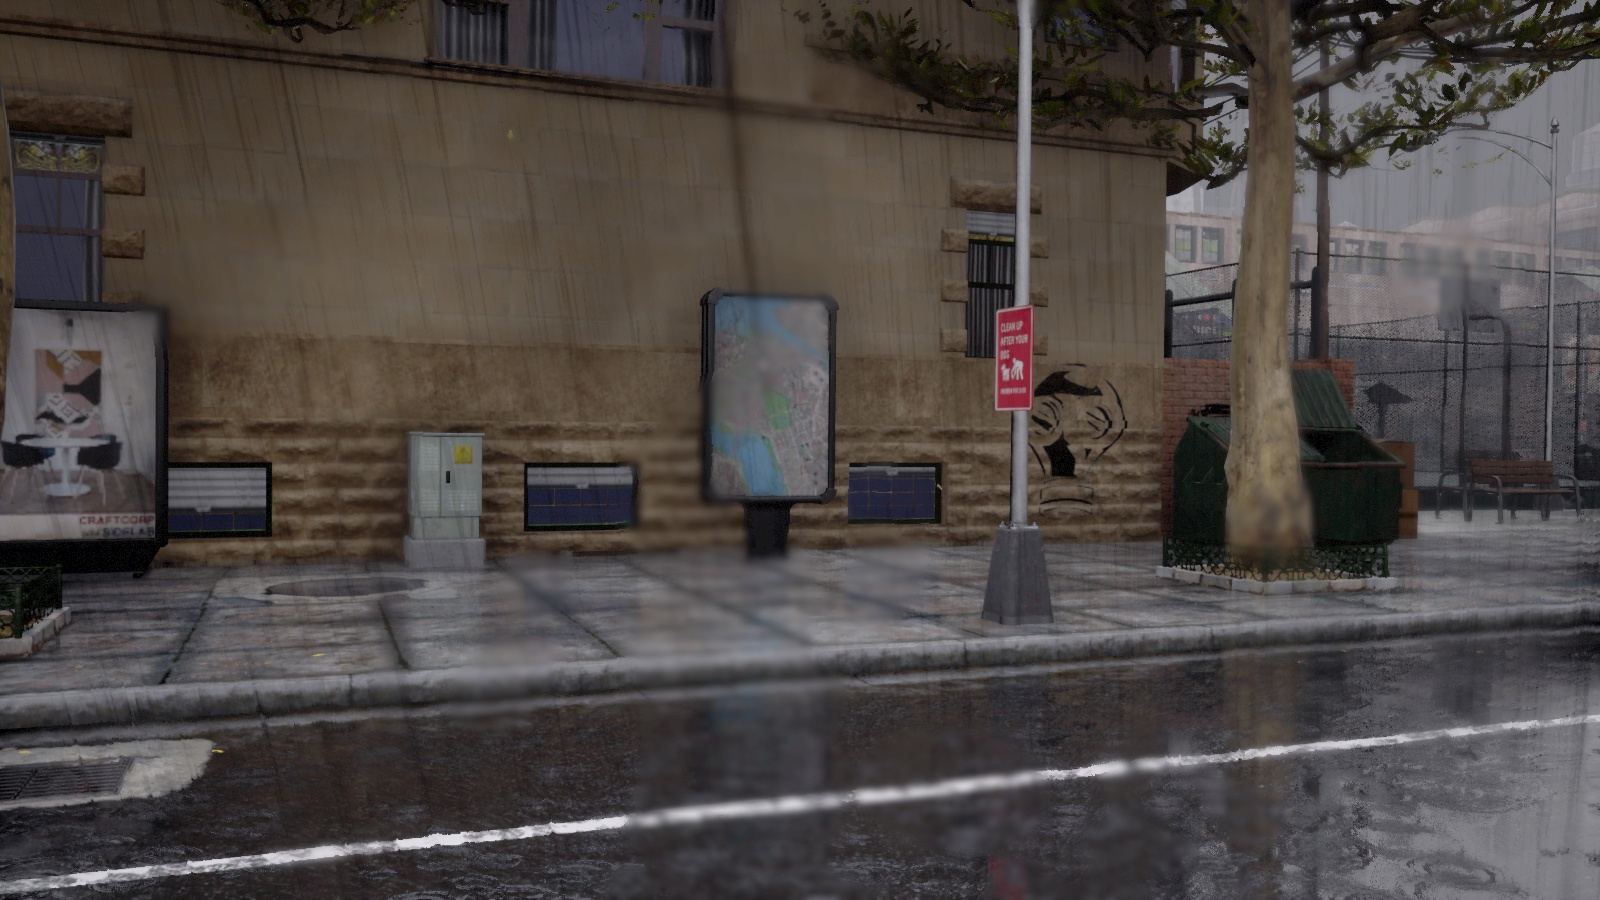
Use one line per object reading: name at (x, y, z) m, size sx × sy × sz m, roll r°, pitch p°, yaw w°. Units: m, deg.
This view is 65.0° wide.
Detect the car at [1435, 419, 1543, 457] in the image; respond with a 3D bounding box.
car at (30.941, -0.558, 56.522) m, size 1.851 × 1.617 × 3.988 m, roll -1°, pitch 1°, yaw -21°
